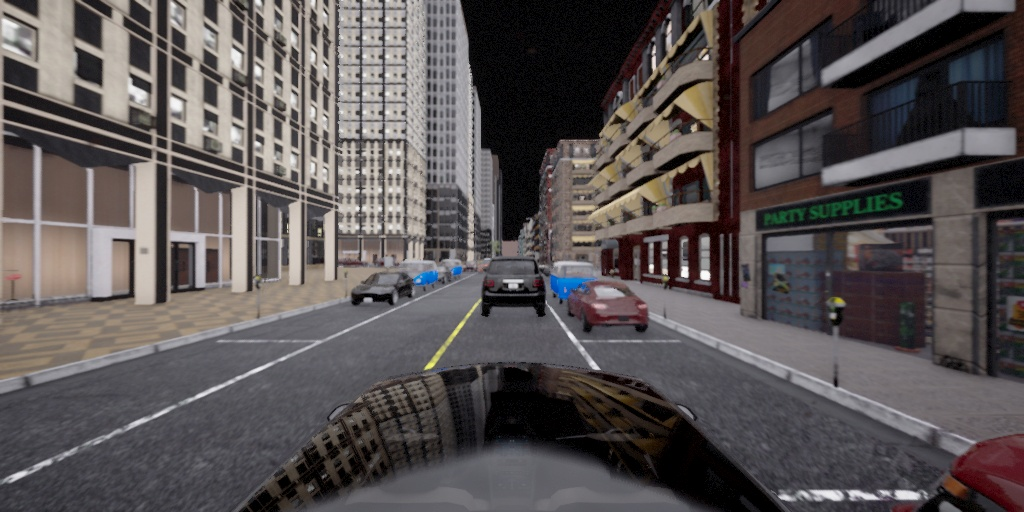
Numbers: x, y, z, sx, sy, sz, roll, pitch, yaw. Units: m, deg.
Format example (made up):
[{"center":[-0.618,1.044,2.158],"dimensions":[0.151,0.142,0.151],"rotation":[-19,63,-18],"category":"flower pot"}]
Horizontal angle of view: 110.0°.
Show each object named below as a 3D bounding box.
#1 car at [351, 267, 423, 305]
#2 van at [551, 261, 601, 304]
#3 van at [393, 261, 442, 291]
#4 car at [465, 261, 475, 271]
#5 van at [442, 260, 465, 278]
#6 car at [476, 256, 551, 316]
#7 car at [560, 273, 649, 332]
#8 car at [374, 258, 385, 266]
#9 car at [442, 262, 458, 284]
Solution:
[{"center":[-5.688,1.372,16.350],"dimensions":[1.948,1.339,4.313],"rotation":[0,0,0],"category":"car"},{"center":[2.692,1.146,16.350],"dimensions":[1.690,1.789,3.998],"rotation":[0,0,0],"category":"van"},{"center":[-5.689,1.169,21.999],"dimensions":[1.690,1.789,3.998],"rotation":[0,0,0],"category":"van"},{"center":[-5.687,1.386,50.241],"dimensions":[1.967,1.591,4.097],"rotation":[0,0,0],"category":"car"},{"center":[-5.687,1.215,33.296],"dimensions":[1.690,1.789,3.998],"rotation":[0,0,0],"category":"van"},{"center":[0.066,1.020,13.813],"dimensions":[2.150,2.045,5.566],"rotation":[0,0,0],"category":"car"},{"center":[2.691,1.366,10.701],"dimensions":[1.802,1.307,4.207],"rotation":[0,0,0],"category":"car"},{"center":[-21.143,1.062,61.011],"dimensions":[4.097,1.591,1.967],"rotation":[0,0,0],"category":"car"},{"center":[-5.688,1.401,27.647],"dimensions":[2.007,1.370,4.403],"rotation":[0,0,0],"category":"car"}]
